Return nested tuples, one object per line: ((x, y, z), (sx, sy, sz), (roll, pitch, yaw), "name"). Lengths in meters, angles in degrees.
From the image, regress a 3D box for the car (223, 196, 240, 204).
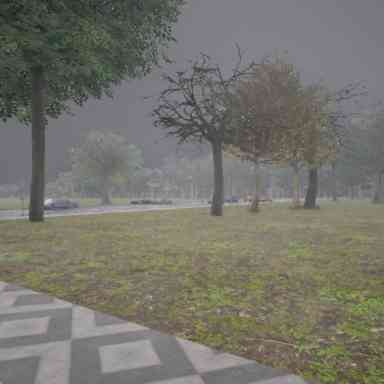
((7.582, 1.574, 65.003), (1.837, 1.490, 4.892), (-1, -1, 35), "car")

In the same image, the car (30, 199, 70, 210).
((-18.977, 1.637, 44.751), (1.812, 1.442, 4.674), (-1, -1, 36), "car")

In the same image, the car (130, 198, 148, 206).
((-8.735, 1.742, 59.097), (1.895, 1.301, 4.718), (-1, -1, 36), "car")

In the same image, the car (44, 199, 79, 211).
((-16.954, 1.622, 41.986), (2.033, 1.411, 5.357), (-1, -1, 35), "car")

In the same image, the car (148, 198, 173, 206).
((-5.194, 1.674, 58.450), (1.994, 1.385, 4.181), (-1, -1, 36), "car")

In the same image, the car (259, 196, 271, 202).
((17.281, 1.671, 78.852), (1.994, 1.385, 4.181), (-1, -1, 35), "car")

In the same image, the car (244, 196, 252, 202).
((14.027, 1.675, 79.882), (1.812, 1.442, 4.674), (-1, -1, 35), "car")

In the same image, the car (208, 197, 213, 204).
((4.923, 1.669, 66.874), (1.994, 1.385, 4.181), (-1, -1, 35), "car")
